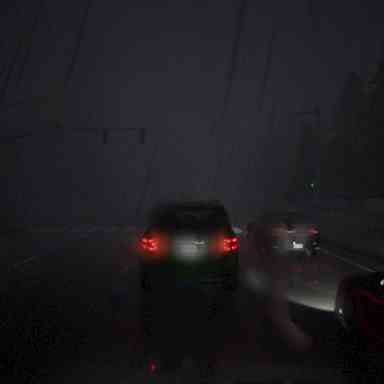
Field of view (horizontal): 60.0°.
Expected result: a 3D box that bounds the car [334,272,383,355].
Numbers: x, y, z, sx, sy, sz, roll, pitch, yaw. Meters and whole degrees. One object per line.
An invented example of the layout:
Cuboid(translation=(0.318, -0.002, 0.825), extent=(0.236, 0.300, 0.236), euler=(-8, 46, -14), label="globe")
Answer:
Cuboid(translation=(3.428, 1.564, 4.003), extent=(1.994, 1.385, 4.181), euler=(0, 0, -1), label="car")

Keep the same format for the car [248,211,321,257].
Cuboid(translation=(3.342, 1.492, 12.911), extent=(2.128, 1.511, 4.902), euler=(0, 0, 0), label="car")

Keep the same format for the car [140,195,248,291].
Cuboid(translation=(-0.093, 1.221, 9.156), extent=(2.150, 2.045, 5.566), euler=(0, 0, -1), label="car")
